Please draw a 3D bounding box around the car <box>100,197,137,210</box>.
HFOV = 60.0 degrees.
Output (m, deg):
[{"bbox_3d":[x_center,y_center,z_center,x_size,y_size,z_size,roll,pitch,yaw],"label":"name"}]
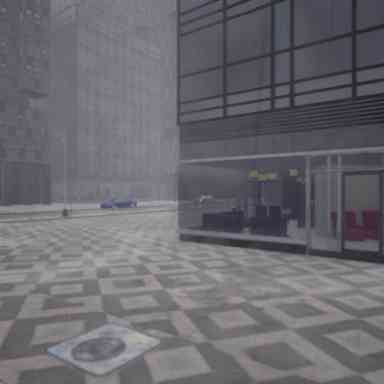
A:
[{"bbox_3d":[-8.958,1.392,40.876,1.882,1.535,5.008,0,0,36],"label":"car"}]
